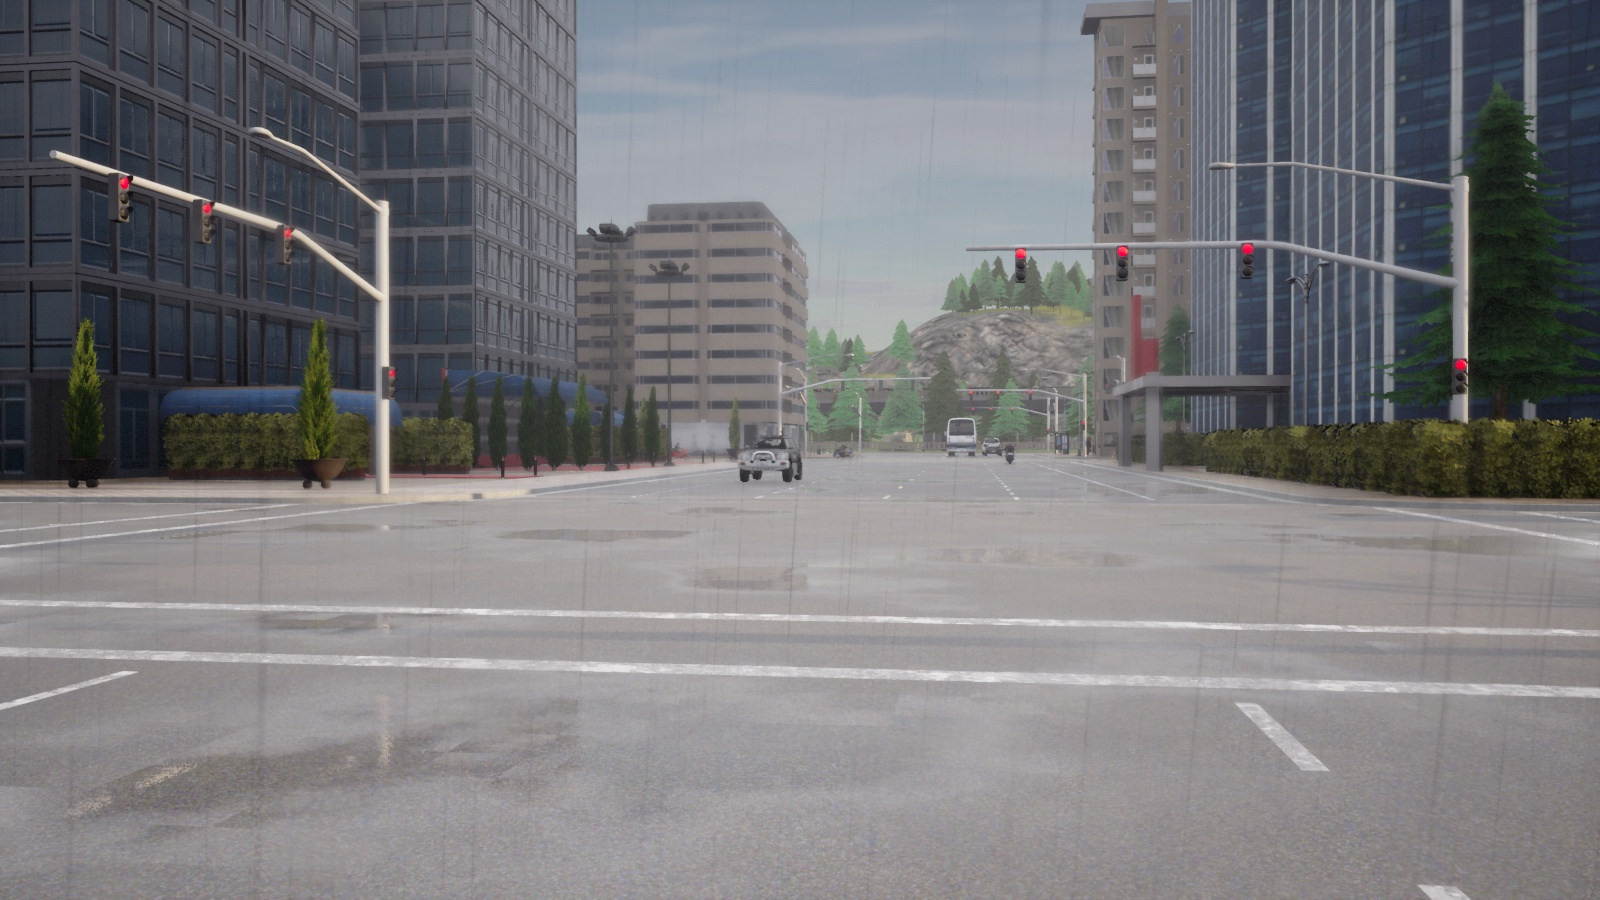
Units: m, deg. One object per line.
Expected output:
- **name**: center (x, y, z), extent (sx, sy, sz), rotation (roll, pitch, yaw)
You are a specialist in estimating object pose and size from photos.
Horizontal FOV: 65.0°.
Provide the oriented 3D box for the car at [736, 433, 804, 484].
- **car**: center (-1.099, 0.290, 48.302), extent (1.932, 1.855, 4.605), rotation (0, 0, 7)
